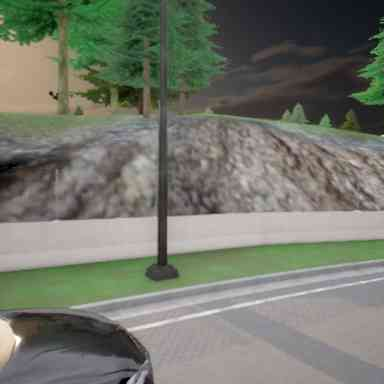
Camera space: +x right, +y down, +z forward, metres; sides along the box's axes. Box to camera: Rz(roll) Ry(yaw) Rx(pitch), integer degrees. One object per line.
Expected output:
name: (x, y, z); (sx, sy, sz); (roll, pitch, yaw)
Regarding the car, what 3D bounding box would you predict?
car: (-2.523, 1.462, 1.947); (4.902, 1.511, 2.128); (0, 0, -37)
